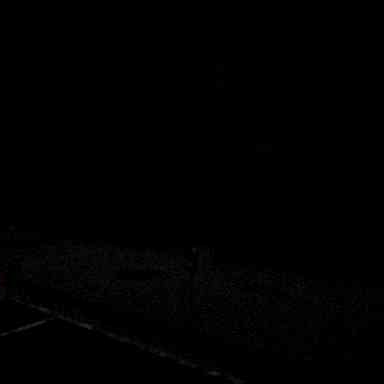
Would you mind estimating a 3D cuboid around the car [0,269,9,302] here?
[{"bbox_3d":[-5.601,1.534,6.807,4.829,1.417,1.752,0,0,36],"label":"car"}]
